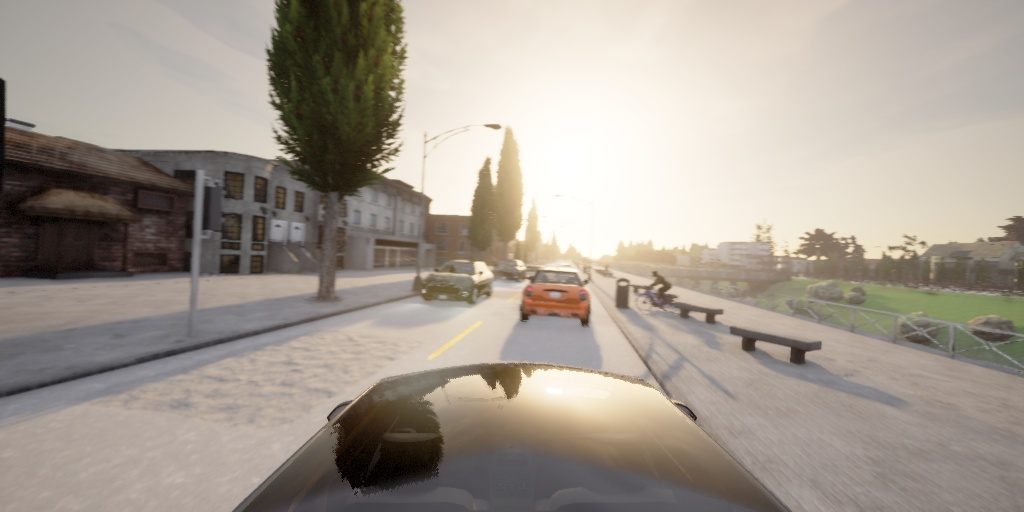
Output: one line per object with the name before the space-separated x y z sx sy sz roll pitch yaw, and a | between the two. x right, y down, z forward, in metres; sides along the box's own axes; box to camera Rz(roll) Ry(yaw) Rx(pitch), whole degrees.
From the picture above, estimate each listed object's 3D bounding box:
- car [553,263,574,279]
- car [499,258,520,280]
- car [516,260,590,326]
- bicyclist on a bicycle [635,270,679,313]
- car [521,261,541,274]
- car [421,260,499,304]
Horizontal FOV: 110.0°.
car | 5.694 1.544 39.075 2.033 1.411 5.357 3 0 10
car | -0.168 1.049 28.370 2.097 1.767 4.553 3 0 10
car | 1.578 1.168 12.503 2.097 1.767 4.553 3 0 9
bicyclist on a bicycle | 5.669 1.382 13.926 1.656 1.620 0.582 4 0 9
car | 2.374 1.390 44.002 1.994 1.385 4.181 3 0 9
car | -2.198 0.960 15.549 2.097 1.767 4.553 3 0 9
